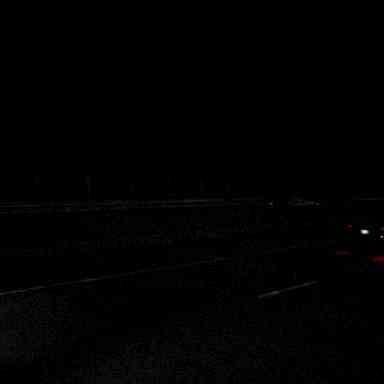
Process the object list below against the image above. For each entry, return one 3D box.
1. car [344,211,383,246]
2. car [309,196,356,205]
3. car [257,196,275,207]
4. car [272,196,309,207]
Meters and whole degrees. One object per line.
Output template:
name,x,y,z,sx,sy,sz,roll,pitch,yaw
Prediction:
car,8.274,1.493,13.957,4.181,1.385,1.994,0,0,-36
car,13.324,1.215,30.707,4.553,1.767,2.097,0,0,-35
car,9.221,1.215,36.379,4.553,1.767,2.097,0,0,-35
car,10.490,1.394,32.986,4.674,1.442,1.812,0,0,-35
